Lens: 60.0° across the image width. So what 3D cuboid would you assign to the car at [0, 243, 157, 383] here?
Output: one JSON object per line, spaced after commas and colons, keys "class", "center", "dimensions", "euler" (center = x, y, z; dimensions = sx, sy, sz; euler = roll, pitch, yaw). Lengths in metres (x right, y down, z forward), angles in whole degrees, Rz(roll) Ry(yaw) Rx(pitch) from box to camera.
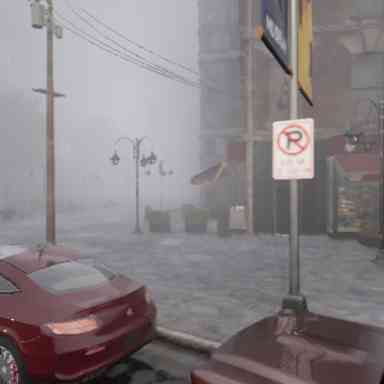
{"class": "car", "center": [-2.703, 1.508, 4.915], "dimensions": [4.674, 1.452, 2.002], "euler": [0, 0, 29]}
